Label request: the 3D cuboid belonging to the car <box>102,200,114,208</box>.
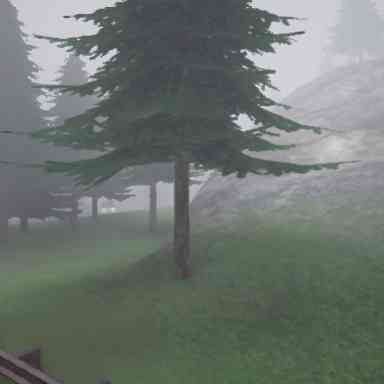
[{"bbox_3d":[-14.368,1.984,57.130,1.895,1.301,4.718,0,0,-11],"label":"car"}]
